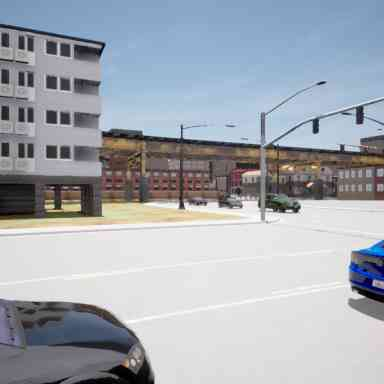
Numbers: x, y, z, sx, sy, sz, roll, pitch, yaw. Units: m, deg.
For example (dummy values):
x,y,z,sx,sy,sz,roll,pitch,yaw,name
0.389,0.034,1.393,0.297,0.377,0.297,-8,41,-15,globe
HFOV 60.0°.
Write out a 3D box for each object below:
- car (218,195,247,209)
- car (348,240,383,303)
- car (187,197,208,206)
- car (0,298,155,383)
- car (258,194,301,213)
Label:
x,y,z,sx,sy,sz,roll,pitch,yaw,name
5.267,1.526,46.433,1.812,1.442,4.674,0,0,-25,car
5.554,1.478,6.907,5.008,1.535,1.882,0,0,-25,car
0.846,1.547,55.884,2.033,1.411,5.357,0,0,-20,car
-2.423,1.564,2.754,4.181,1.385,1.994,0,0,-32,car
9.641,1.222,37.280,2.150,2.045,5.566,0,0,-26,car
